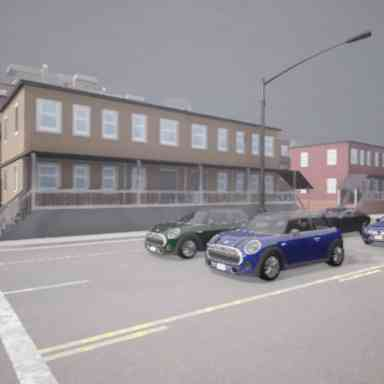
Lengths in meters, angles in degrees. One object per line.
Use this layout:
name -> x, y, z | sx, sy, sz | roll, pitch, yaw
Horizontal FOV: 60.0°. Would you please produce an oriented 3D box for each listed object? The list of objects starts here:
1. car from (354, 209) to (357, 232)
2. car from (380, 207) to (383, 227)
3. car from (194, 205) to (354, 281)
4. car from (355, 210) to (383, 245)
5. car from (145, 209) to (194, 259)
car -> 7.916, 1.613, 18.233 | 4.902, 1.511, 2.128 | 1, 0, -36
car -> 15.386, 1.751, 23.554 | 4.181, 1.385, 1.994 | 0, 0, -35
car -> 2.604, 1.409, 10.142 | 4.553, 1.767, 2.097 | 1, 0, -35
car -> 9.673, 1.644, 15.189 | 4.674, 1.442, 1.812 | 1, 0, -35
car -> 0.466, 1.408, 12.916 | 4.553, 1.767, 2.097 | 1, 0, -35
